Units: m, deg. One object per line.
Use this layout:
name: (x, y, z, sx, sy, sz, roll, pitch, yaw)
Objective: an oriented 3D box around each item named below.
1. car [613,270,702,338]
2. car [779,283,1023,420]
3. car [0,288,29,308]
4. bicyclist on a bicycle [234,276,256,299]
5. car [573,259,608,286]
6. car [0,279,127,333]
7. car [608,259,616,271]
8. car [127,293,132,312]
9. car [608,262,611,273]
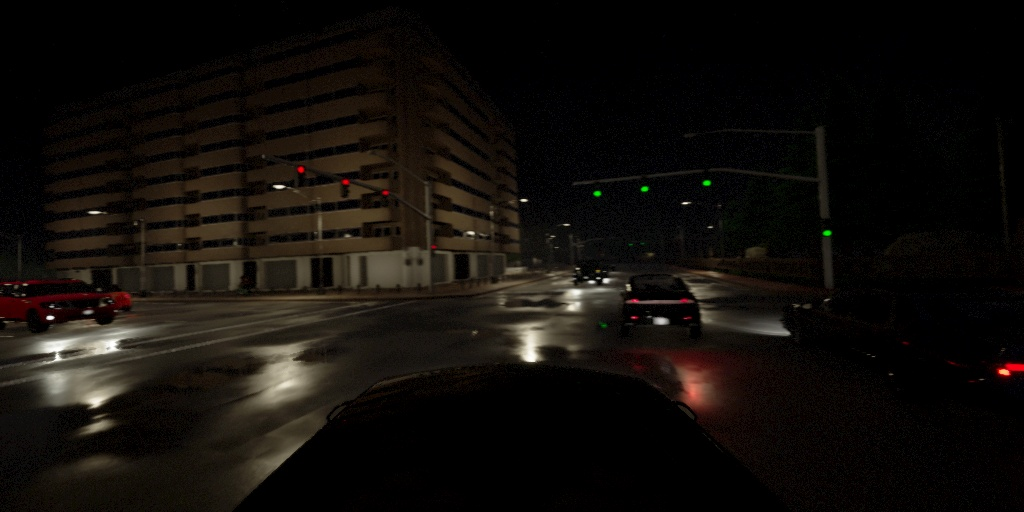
car: (4.026, 1.259, 10.239, 2.128, 1.511, 4.902, -3, -1, 18)
car: (6.208, 1.127, 5.585, 2.033, 1.411, 5.357, -3, -1, 18)
car: (-44.396, 3.608, 30.892, 5.008, 1.535, 1.882, -3, -1, 18)
bicyclist on a bicycle: (-20.093, 2.360, 26.990, 0.582, 1.620, 1.656, -3, -1, 18)
car: (6.449, 1.307, 29.881, 2.150, 2.045, 5.566, -3, -1, 18)
car: (-19.712, 2.031, 15.312, 5.566, 2.045, 2.150, -3, -1, 18)
car: (15.516, 1.493, 57.864, 2.150, 2.045, 5.566, -3, -1, 18)
car: (-24.647, 2.474, 20.816, 4.553, 1.767, 2.097, -3, -1, 18)
car: (9.655, 1.678, 39.808, 1.812, 1.442, 4.674, -3, -1, 18)
